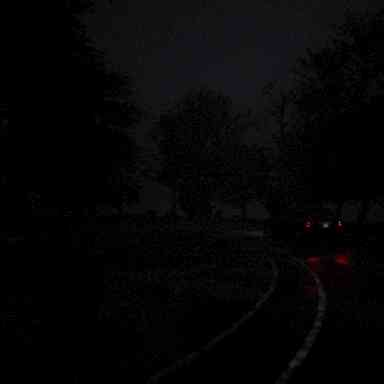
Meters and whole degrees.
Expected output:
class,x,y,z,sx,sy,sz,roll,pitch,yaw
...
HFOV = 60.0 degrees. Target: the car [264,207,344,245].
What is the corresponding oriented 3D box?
class,x,y,z,sx,sy,sz,roll,pitch,yaw
car,5.426,1.543,16.783,2.097,1.767,4.553,-1,-1,-13
